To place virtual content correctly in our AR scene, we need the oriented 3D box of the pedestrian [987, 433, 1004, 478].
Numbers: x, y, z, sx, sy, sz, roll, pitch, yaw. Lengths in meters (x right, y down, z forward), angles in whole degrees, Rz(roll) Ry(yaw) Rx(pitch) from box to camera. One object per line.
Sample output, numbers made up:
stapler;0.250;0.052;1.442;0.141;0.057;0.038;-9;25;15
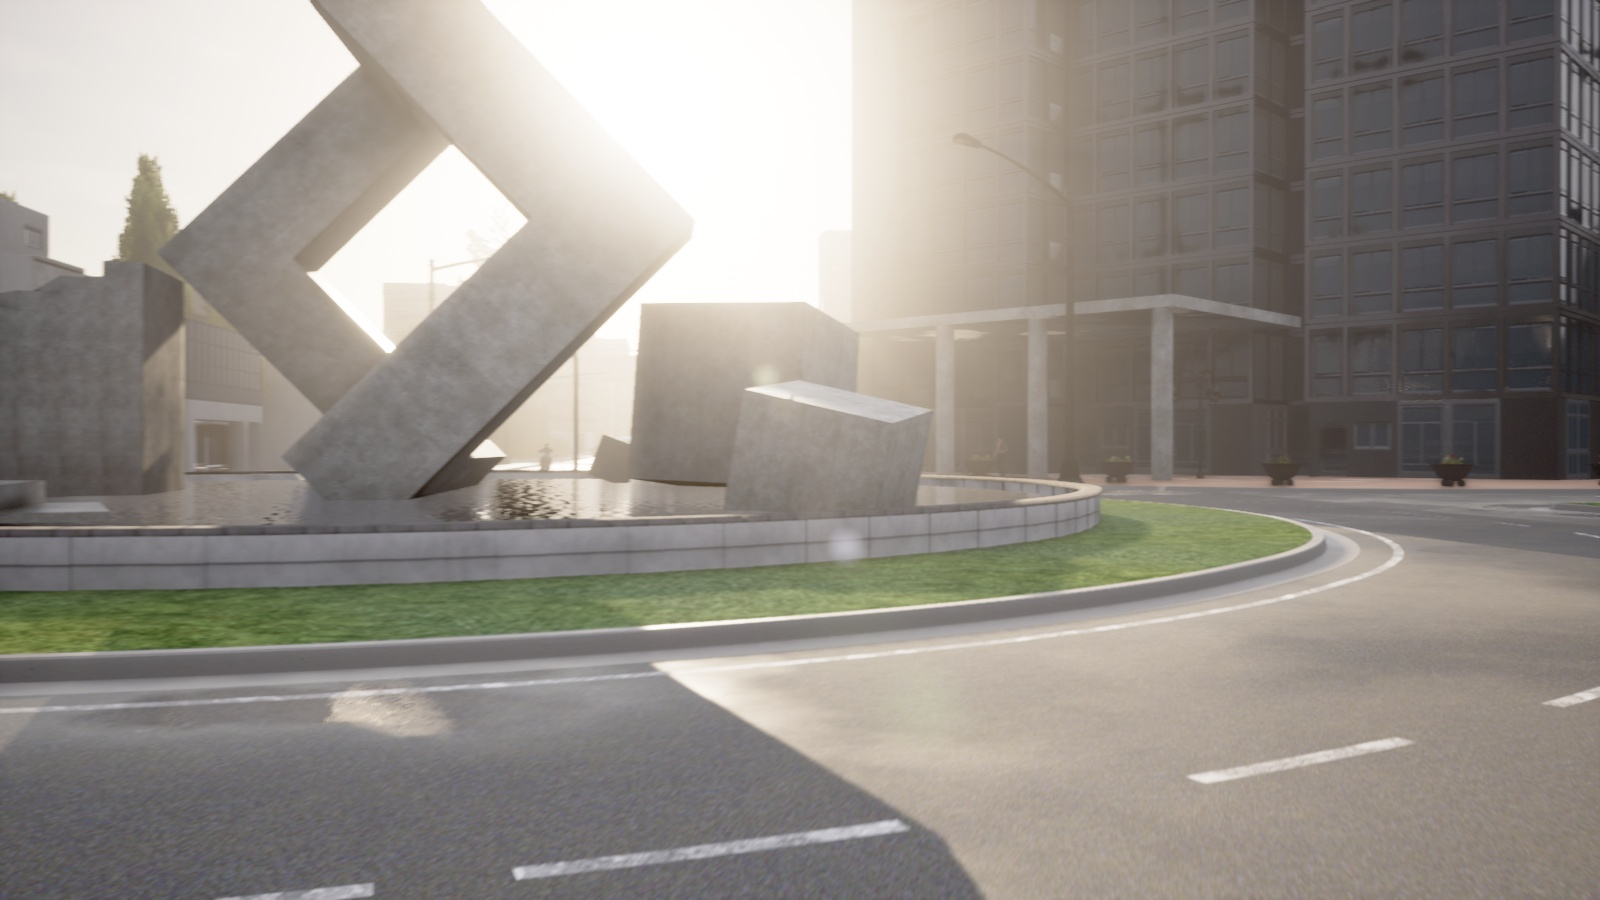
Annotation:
pedestrian;8.082;0.231;51.836;0.345;1.836;0.594;0;0;-40
